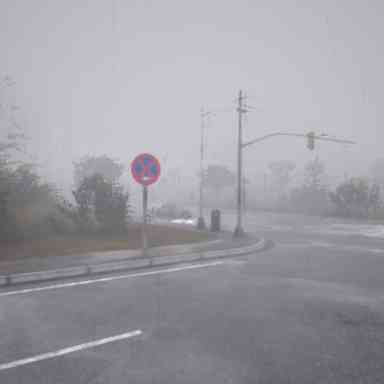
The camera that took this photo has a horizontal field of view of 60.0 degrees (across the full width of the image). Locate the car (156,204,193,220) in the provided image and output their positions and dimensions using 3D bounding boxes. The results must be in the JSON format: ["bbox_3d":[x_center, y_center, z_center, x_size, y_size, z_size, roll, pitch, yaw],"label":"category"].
[{"bbox_3d":[-1.688,1.780,31.014,1.994,1.385,4.181,1,0,-32],"label":"car"}]
